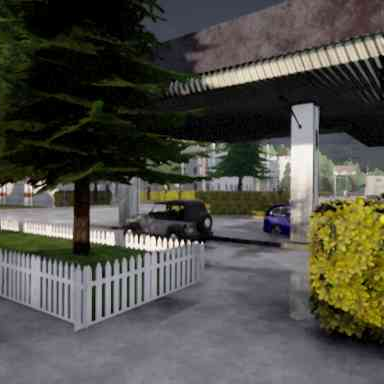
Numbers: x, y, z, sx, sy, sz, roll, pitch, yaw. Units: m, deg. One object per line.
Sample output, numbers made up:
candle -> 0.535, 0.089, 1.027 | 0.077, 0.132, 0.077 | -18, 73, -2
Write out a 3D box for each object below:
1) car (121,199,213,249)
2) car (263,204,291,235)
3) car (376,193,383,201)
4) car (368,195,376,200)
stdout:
car -> -1.009, 1.230, 13.857 | 3.866, 1.878, 1.905 | 1, 0, 35
car -> 5.790, 1.438, 16.007 | 4.611, 1.667, 2.242 | 1, 0, 35
car -> 25.749, 1.038, 43.539 | 1.905, 1.878, 3.866 | 1, 0, 35
car -> 33.012, 1.223, 60.280 | 2.007, 1.523, 4.514 | 1, 0, 35
